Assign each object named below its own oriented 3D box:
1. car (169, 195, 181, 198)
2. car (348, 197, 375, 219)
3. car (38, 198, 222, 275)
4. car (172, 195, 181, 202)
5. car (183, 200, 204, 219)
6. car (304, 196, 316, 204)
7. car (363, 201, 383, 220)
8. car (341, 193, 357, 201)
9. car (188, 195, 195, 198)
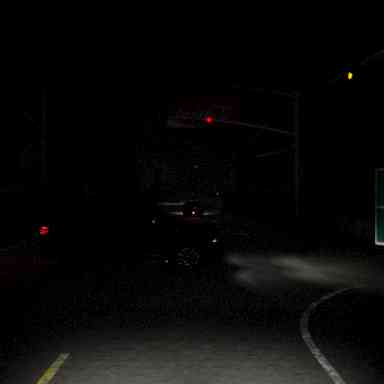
[{"bbox_3d":[-3.612,1.352,68.598,2.097,1.767,4.553,0,0,0],"label":"car"},{"bbox_3d":[14.311,1.504,24.998,3.866,1.878,1.905,0,0,0],"label":"car"},{"bbox_3d":[-1.851,1.304,10.473,5.566,2.045,2.150,0,0,0],"label":"car"},{"bbox_3d":[-3.619,1.540,78.920,2.033,1.411,5.357,0,0,0],"label":"car"},{"bbox_3d":[0.107,1.592,31.725,1.837,1.490,4.892,2,0,-1],"label":"car"},{"bbox_3d":[22.355,1.552,64.083,1.970,1.475,3.806,0,0,0],"label":"car"},{"bbox_3d":[18.625,1.672,30.678,4.611,1.667,2.242,0,0,0],"label":"car"},{"bbox_3d":[34.741,1.489,71.903,2.007,1.523,4.514,0,0,0],"label":"car"},{"bbox_3d":[-0.130,1.552,86.342,1.994,1.385,4.181,0,0,0],"label":"car"}]
